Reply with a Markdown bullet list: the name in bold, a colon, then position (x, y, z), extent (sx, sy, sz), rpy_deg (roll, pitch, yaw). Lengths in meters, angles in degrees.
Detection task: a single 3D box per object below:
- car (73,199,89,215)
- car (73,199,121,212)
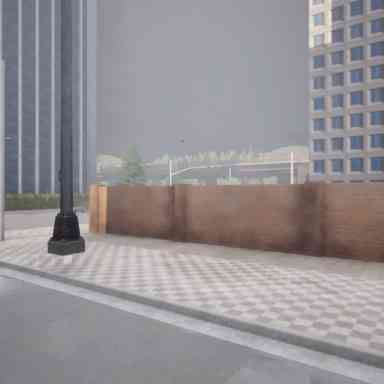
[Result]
- **car**: position (-10.312, 1.491, 34.498), extent (2.128, 1.511, 4.902), rpy_deg (0, 0, 35)
- **car**: position (-11.145, 1.547, 39.411), extent (2.033, 1.411, 5.357), rpy_deg (0, 0, 35)
